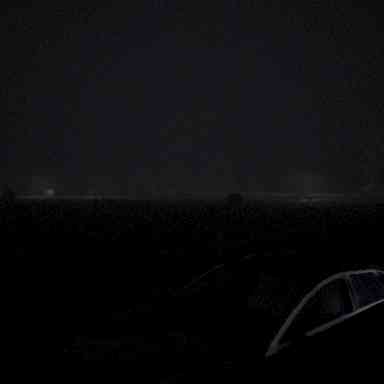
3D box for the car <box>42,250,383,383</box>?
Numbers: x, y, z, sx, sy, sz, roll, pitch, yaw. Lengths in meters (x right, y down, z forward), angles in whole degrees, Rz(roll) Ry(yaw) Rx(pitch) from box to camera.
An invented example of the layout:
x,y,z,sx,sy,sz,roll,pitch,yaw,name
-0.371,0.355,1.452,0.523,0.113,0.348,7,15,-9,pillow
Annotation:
x,y,z,sx,sy,sz,roll,pitch,yaw,name
0.956,1.503,3.746,4.902,1.511,2.128,0,0,-35,car
